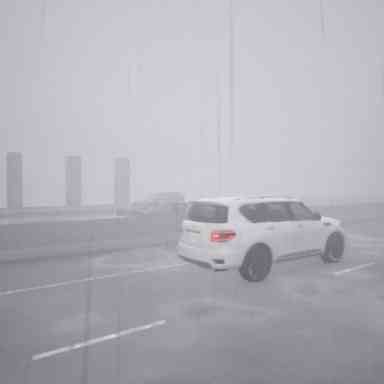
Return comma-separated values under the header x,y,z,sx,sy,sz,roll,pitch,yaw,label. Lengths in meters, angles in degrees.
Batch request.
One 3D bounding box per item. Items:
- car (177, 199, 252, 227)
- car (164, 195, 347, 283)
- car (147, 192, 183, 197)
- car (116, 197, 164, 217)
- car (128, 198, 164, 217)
x,y,z,sx,sy,sz,roll,pitch,yaw,label
1.629,1.328,22.516,5.008,1.535,1.882,0,0,-36,car
2.202,1.145,9.684,5.566,2.045,2.150,-1,0,-36,car
-3.150,1.058,32.032,5.566,2.045,2.150,-1,0,-36,car
-3.501,1.413,27.433,5.357,1.411,2.033,-1,0,-36,car
-1.601,1.414,24.487,5.357,1.411,2.033,-1,0,-36,car
